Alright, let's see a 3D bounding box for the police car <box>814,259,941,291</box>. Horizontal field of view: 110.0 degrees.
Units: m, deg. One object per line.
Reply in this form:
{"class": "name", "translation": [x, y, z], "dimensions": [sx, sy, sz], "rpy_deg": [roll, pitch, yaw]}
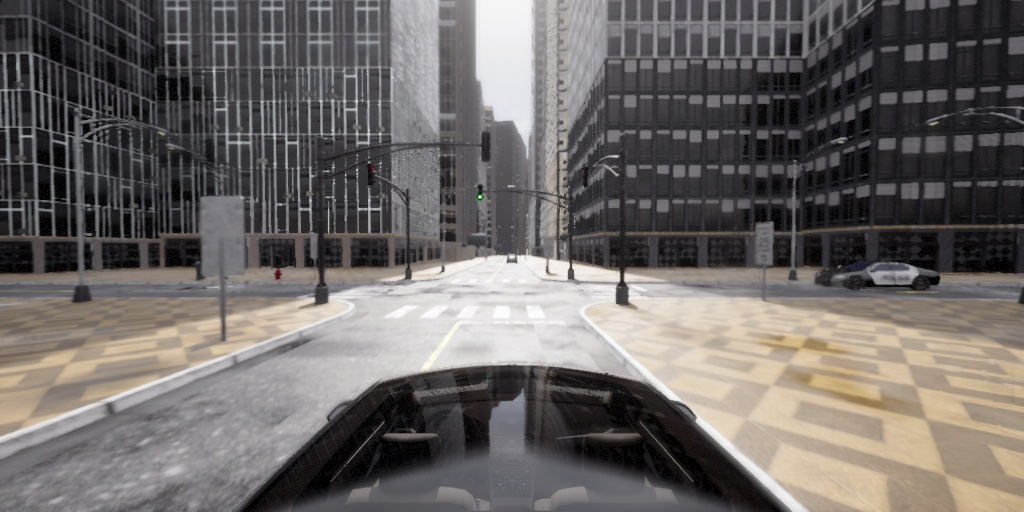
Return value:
{"class": "police car", "translation": [18.907, 0.991, 18.844], "dimensions": [4.974, 1.542, 2.038], "rpy_deg": [0, 2, 4]}

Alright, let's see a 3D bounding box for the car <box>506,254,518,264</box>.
{"class": "car", "translation": [0.012, 0.579, 62.042], "dimensions": [1.994, 1.385, 4.181], "rpy_deg": [0, 1, 0]}
